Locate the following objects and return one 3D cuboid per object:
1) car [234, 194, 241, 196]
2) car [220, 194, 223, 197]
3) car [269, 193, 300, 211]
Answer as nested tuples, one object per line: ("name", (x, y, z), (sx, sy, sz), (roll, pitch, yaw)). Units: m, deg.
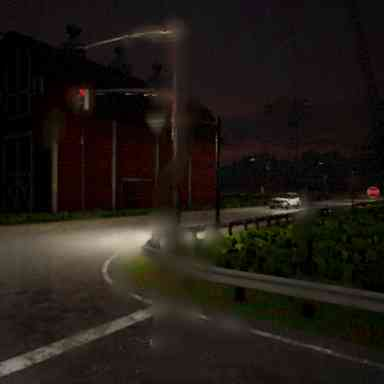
("car", (12.203, 1.155, 89.668), (1.784, 1.438, 3.905), (1, 0, 36))
("car", (5.608, 1.151, 78.558), (1.816, 1.474, 4.193), (1, 0, 36))
("car", (11.347, 1.114, 40.441), (2.150, 2.045, 5.566), (1, 1, 37))
